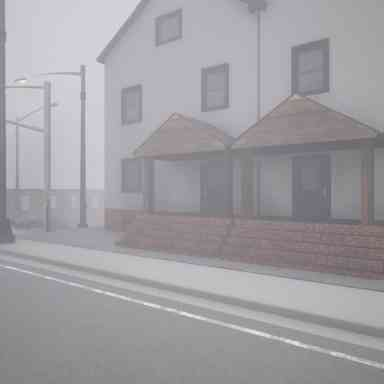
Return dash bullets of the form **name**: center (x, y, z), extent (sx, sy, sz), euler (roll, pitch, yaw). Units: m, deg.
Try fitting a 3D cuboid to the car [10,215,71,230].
- **car**: center (-13.601, 2.751, 29.904), extent (2.033, 1.411, 5.357), euler (0, -9, 36)
